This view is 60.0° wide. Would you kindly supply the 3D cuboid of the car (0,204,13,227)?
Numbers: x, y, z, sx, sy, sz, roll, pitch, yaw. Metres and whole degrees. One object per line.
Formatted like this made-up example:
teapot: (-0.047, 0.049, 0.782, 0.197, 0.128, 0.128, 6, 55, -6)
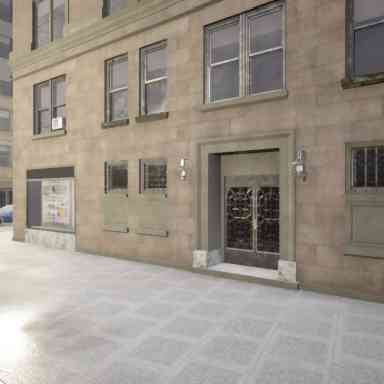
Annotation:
car: (-11.889, 1.512, 23.033, 2.033, 1.411, 5.357, 0, 0, 39)
